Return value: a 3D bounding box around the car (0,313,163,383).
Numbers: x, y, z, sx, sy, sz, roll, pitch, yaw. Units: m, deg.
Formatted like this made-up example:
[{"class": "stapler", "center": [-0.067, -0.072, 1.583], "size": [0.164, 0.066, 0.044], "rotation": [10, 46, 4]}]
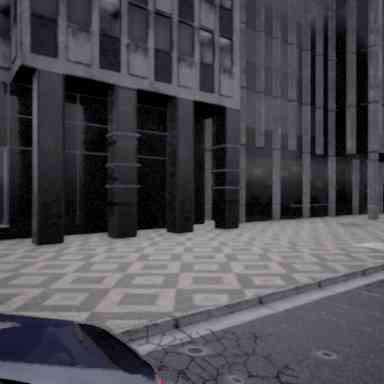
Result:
[{"class": "car", "center": [-2.160, 1.563, 1.839], "size": [4.181, 1.385, 1.994], "rotation": [0, 0, -35]}]
